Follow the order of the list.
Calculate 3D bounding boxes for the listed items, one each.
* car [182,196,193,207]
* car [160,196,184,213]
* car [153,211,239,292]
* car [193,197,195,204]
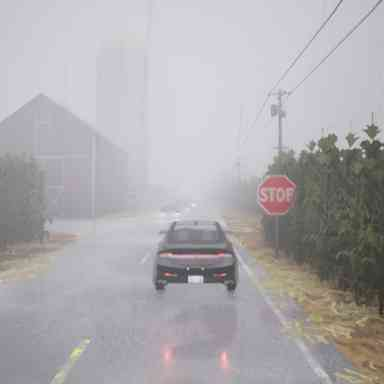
[{"bbox_3d":[-1.402,1.377,50.251,2.097,1.767,4.553,0,0,5],"label":"car"},{"bbox_3d":[-2.348,1.542,37.173,1.812,1.442,4.674,0,0,4],"label":"car"},{"bbox_3d":[0.099,1.496,8.946,2.128,1.511,4.902,0,0,1],"label":"car"},{"bbox_3d":[-0.339,1.629,65.236,1.895,1.301,4.718,0,0,3],"label":"car"}]
